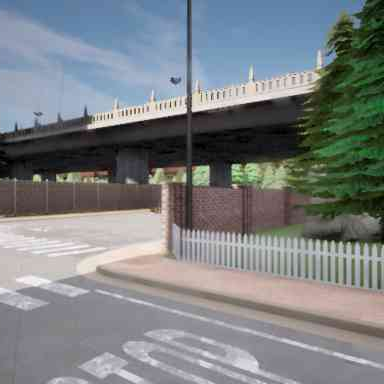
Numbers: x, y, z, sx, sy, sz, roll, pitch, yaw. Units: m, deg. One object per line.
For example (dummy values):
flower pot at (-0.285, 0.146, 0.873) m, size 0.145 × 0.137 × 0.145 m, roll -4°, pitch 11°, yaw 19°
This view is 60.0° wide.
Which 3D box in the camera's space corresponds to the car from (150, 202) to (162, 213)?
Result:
car at (-2.577, 1.607, 35.876) m, size 1.994 × 1.385 × 4.181 m, roll 0°, pitch 0°, yaw 36°
